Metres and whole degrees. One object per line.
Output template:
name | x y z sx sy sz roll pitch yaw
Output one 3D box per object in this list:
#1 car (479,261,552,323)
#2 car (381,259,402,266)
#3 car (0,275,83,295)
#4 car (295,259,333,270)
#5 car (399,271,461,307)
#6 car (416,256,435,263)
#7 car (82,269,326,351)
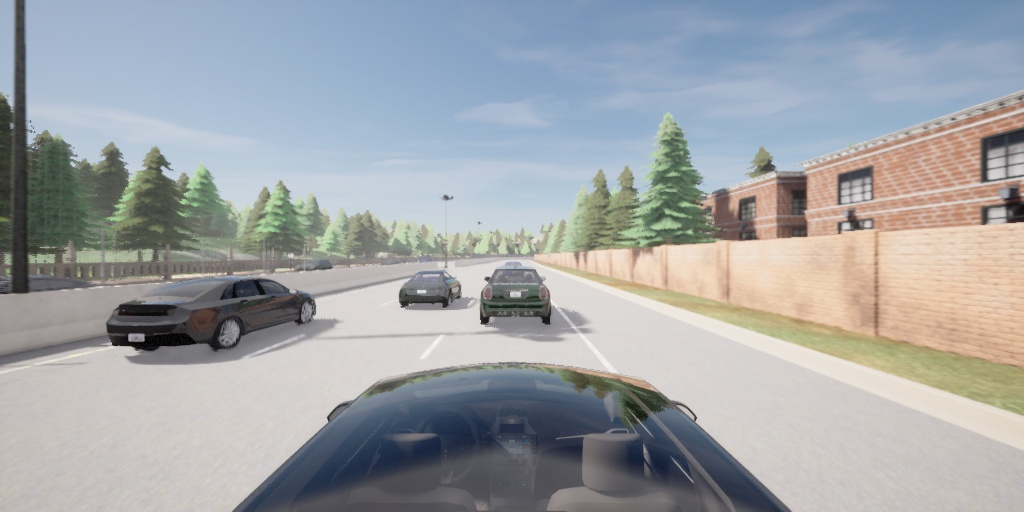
car | 0.102 1.102 12.196 2.097 1.767 4.553 0 0 0
car | -17.538 1.258 52.446 1.837 1.490 4.892 0 -1 0
car | -14.085 1.276 9.932 1.812 1.442 4.674 0 0 0
car | -21.061 1.102 38.301 2.097 1.767 4.553 0 0 0
car | -3.397 1.314 15.513 1.994 1.385 4.181 0 0 0
car | -14.076 0.957 58.770 2.150 2.045 5.566 0 0 0
car | -6.899 1.255 9.008 1.837 1.490 4.892 0 0 0
